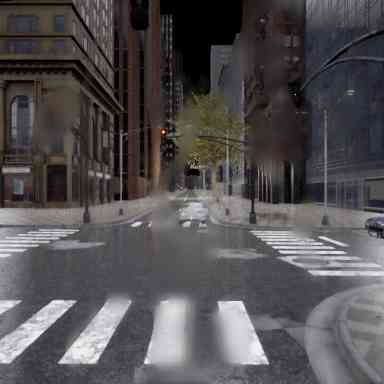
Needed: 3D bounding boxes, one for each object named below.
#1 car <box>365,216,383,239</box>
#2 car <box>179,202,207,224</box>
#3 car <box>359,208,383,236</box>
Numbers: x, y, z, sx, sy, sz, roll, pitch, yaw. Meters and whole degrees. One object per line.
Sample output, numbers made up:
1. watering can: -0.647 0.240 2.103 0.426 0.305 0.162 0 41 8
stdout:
1. car: 10.876 1.426 15.705 4.553 1.767 2.097 0 0 0
2. car: 0.108 1.486 24.378 1.812 1.442 4.674 1 0 4
3. car: 11.909 1.632 18.368 4.403 1.369 2.008 0 0 0
